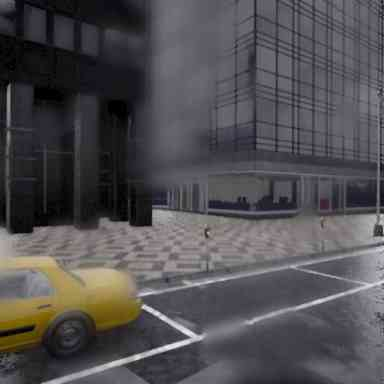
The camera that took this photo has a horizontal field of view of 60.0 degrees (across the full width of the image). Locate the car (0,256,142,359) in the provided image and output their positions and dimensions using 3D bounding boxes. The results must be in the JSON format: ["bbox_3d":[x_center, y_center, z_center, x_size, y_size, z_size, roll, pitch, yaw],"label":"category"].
[{"bbox_3d":[-3.080,1.525,4.455,4.829,1.417,1.752,1,-1,-35],"label":"car"}]
